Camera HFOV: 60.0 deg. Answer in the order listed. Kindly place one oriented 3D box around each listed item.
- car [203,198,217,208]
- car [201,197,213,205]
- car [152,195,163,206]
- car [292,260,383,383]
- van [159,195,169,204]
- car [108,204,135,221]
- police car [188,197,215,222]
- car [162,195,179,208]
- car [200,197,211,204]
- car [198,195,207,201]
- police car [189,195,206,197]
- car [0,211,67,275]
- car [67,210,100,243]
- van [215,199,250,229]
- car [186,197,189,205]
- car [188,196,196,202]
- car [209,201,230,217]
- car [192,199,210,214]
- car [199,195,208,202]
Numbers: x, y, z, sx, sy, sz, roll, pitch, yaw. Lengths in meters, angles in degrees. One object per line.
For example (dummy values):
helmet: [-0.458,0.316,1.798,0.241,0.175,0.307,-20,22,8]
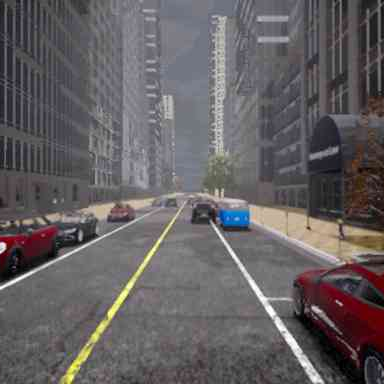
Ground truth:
car: [2.668,1.669,50.097,1.802,1.307,4.206,0,0,0]
car: [2.664,1.652,61.482,2.008,1.369,4.403,0,0,0]
car: [-5.715,1.646,55.789,2.008,1.369,4.403,0,0,0]
car: [2.688,1.593,4.558,1.802,1.307,4.206,0,0,0]
van: [-5.719,1.446,67.175,1.690,1.788,3.998,0,0,0]
car: [-5.703,1.632,27.326,1.802,1.307,4.206,0,0,0]
police car: [0.888,1.474,26.763,1.930,1.638,5.238,0,0,0]
car: [-3.102,1.592,50.521,1.837,1.490,4.892,0,0,0]
car: [2.661,1.655,67.174,2.008,1.369,4.403,0,0,0]
car: [2.654,1.547,84.251,1.967,1.590,4.097,0,0,0]
police car: [0.881,1.501,42.764,1.930,1.638,5.238,0,0,0]
car: [-5.696,1.462,10.250,1.967,1.590,4.097,0,0,0]
car: [-5.698,1.582,15.942,2.008,1.369,4.403,0,0,0]
van: [2.680,1.381,21.635,1.690,1.788,3.998,0,0,0]
car: [-0.028,1.628,63.231,1.812,1.442,4.674,0,0,0]
car: [-0.035,1.568,78.260,1.895,1.301,4.718,0,0,0]
car: [2.676,1.641,33.019,1.802,1.307,4.206,0,0,0]
car: [0.883,1.570,36.653,1.837,1.490,4.892,0,0,0]
car: [2.657,1.547,78.559,1.967,1.590,4.097,0,0,0]
